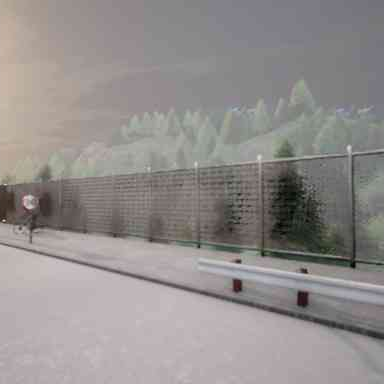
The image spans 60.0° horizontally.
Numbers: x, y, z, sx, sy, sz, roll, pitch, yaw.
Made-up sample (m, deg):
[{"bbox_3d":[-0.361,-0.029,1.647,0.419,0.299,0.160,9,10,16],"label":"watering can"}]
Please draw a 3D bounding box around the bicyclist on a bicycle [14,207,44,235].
[{"bbox_3d":[-9.346,1.591,19.105,0.582,1.620,1.656,-1,0,42],"label":"bicyclist on a bicycle"}]
